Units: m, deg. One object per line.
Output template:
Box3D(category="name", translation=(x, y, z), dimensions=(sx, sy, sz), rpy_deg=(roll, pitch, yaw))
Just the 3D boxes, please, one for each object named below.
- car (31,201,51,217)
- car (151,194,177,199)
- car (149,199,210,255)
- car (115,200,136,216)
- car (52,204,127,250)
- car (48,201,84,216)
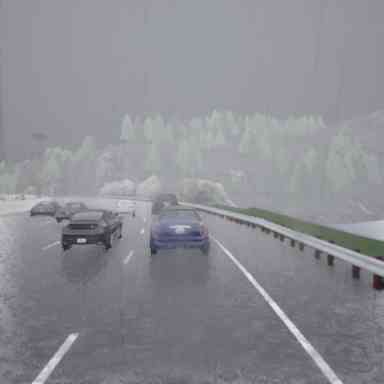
Box3D(category="car", translation=(-13.241, 1.510, 30.527), dimensions=(1.994, 1.385, 4.181), rpy_deg=(0, 0, -9))
Box3D(category="car", translation=(-2.473, 1.151, 29.891), dimensions=(2.150, 2.045, 5.566), rpy_deg=(0, 0, -9))
Box3D(category="car", translation=(-0.561, 1.319, 13.363), dimensions=(2.097, 1.767, 4.553), rpy_deg=(0, 0, -4))
Box3D(category="car", translation=(-6.289, 1.457, 31.406), dimensions=(1.812, 1.442, 4.674), rpy_deg=(0, 0, -9))
Box3D(category="car", translation=(-4.131, 1.476, 14.306), dimensions=(1.837, 1.490, 4.892), rpy_deg=(0, 0, -4))
Box3D(category="car", translation=(-8.842, 1.500, 25.148), dimensions=(2.033, 1.411, 5.357), rpy_deg=(0, 0, -8))
